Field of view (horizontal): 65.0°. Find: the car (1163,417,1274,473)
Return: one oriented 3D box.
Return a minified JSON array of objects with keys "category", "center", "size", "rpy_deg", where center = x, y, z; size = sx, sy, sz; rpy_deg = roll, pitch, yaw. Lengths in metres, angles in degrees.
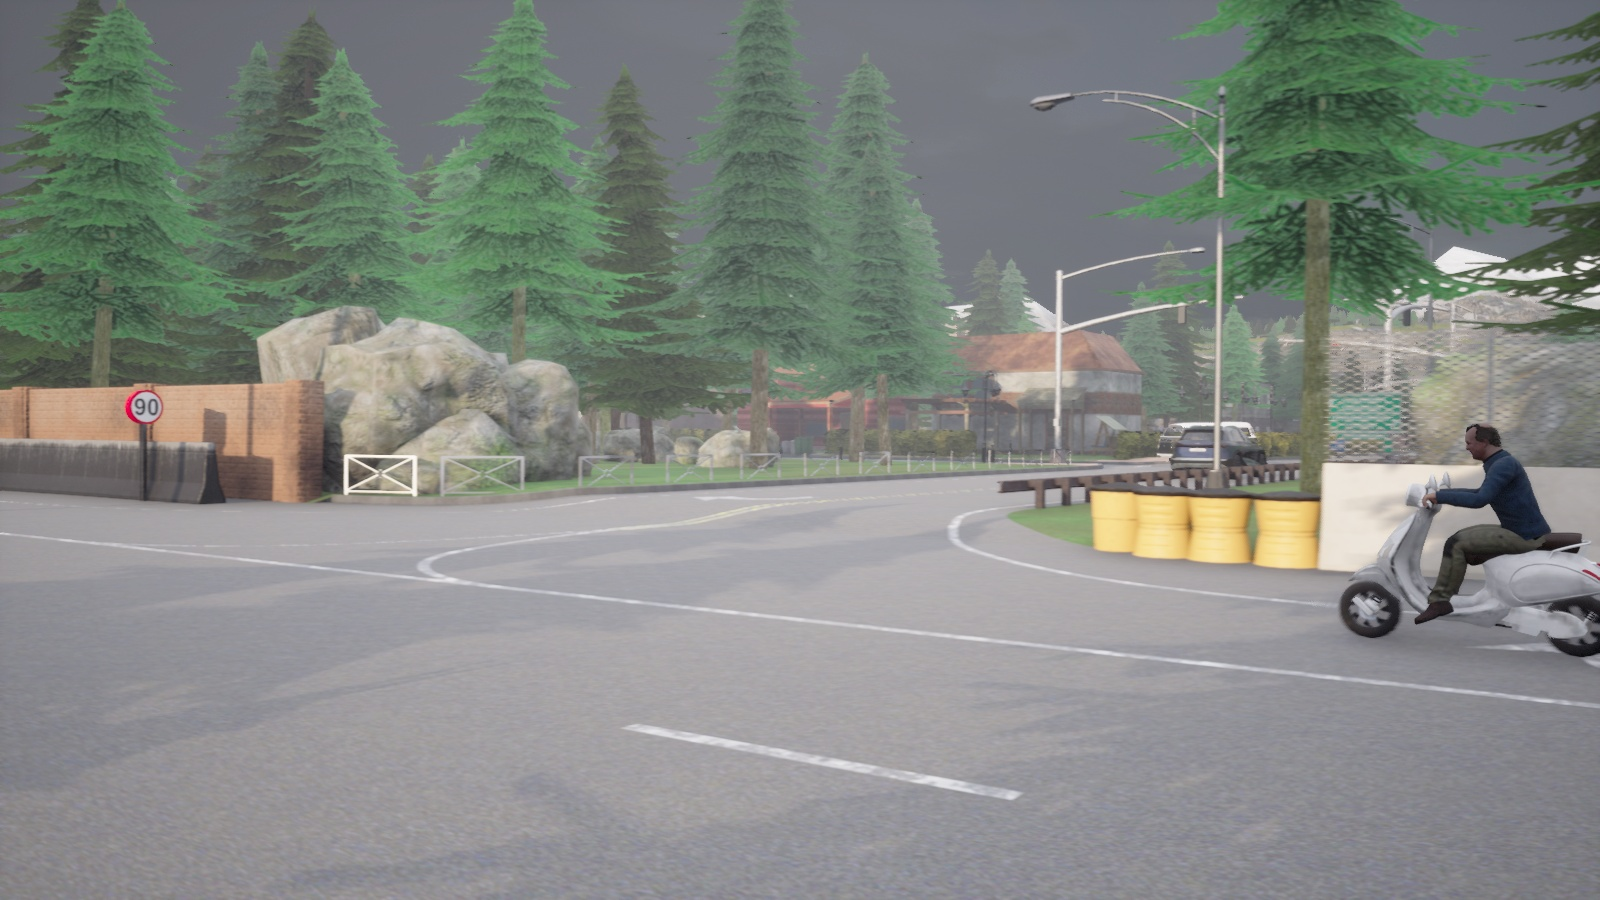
[{"category":"car","center":[13.063,-0.185,38.977],"size":[2.033,1.649,4.856],"rpy_deg":[0,1,34]}]

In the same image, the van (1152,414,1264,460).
[{"category":"van","center":[18.795,-0.629,57.916],"size":[4.480,2.038,2.069],"rpy_deg":[-1,2,-12]}]

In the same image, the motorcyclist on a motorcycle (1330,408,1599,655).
[{"category":"motorcyclist on a motorcycle","center":[4.792,0.521,8.842],"size":[1.817,1.590,0.866],"rpy_deg":[0,1,34]}]
